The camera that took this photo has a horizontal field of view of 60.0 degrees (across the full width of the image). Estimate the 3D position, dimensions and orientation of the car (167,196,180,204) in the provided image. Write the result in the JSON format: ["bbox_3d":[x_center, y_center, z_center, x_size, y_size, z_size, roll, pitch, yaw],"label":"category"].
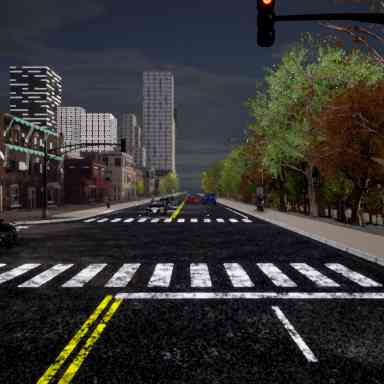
[{"bbox_3d":[-3.443,1.468,63.572,2.128,1.511,4.902,0,0,1],"label":"car"}]

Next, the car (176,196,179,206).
[{"bbox_3d":[-3.456,1.486,53.181,1.837,1.490,4.892,0,0,0],"label":"car"}]

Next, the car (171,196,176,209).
[{"bbox_3d":[-3.440,1.490,43.041,1.837,1.490,4.892,0,0,0],"label":"car"}]

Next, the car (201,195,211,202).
[{"bbox_3d":[3.072,1.448,74.417,1.882,1.535,5.008,0,0,0],"label":"car"}]

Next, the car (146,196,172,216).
[{"bbox_3d":[-3.422,1.481,32.991,2.128,1.511,4.902,0,0,0],"label":"car"}]

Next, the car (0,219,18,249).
[{"bbox_3d":[-8.896,1.498,13.434,5.008,1.535,1.882,-2,-2,39],"label":"car"}]

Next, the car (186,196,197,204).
[{"bbox_3d":[-0.049,1.540,62.365,1.994,1.385,4.181,0,0,0],"label":"car"}]

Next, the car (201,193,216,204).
[{"bbox_3d":[3.207,1.201,60.774,2.150,2.045,5.566,0,0,0],"label":"car"}]

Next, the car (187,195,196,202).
[{"bbox_3d":[-0.173,1.510,74.482,2.033,1.411,5.357,0,0,0],"label":"car"}]
